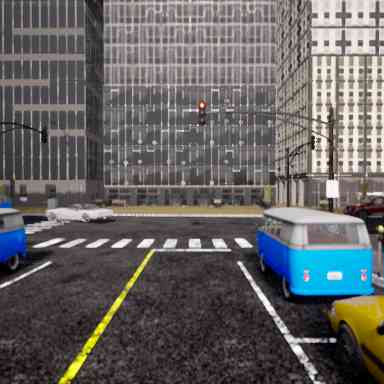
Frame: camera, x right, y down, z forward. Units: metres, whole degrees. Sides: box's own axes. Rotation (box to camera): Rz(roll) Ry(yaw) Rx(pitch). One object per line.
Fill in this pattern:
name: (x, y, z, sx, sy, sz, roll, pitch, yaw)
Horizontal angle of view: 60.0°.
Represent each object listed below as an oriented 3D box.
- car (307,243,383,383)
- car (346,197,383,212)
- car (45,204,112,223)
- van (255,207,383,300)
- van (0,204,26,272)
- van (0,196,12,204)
car: (2.680, 1.523, 2.656, 1.752, 1.417, 4.829, -1, 0, 0)
car: (15.234, 1.320, 27.420, 5.009, 1.841, 2.192, 0, 1, 0)
car: (-8.366, 1.529, 24.476, 4.718, 1.301, 1.895, 1, 1, 19)
van: (2.676, 1.334, 8.087, 1.690, 1.788, 3.998, -1, 0, 0)
van: (-5.704, 1.334, 8.114, 1.690, 1.788, 3.998, -1, 0, 0)
van: (-17.156, 1.182, 27.607, 3.998, 1.788, 1.690, 0, 1, 0)
